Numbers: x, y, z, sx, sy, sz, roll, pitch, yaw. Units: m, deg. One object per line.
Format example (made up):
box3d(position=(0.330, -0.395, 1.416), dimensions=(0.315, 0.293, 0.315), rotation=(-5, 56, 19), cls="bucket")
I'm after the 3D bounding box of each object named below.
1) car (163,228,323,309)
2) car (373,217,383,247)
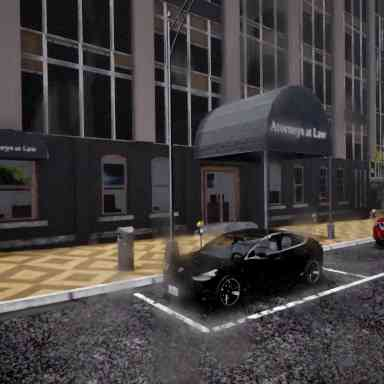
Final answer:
box3d(position=(1.370, 1.564, 7.847), dimensions=(4.313, 1.339, 1.947), rotation=(0, -1, -37), cls="car")
box3d(position=(9.642, 1.310, 14.054), dimensions=(5.009, 1.841, 2.192), rotation=(0, -1, -37), cls="car")
